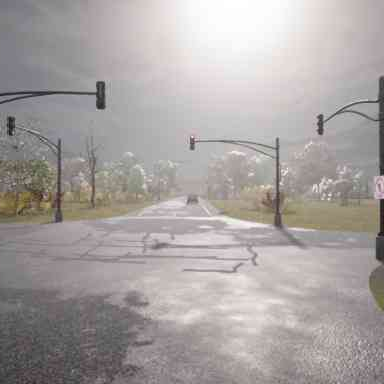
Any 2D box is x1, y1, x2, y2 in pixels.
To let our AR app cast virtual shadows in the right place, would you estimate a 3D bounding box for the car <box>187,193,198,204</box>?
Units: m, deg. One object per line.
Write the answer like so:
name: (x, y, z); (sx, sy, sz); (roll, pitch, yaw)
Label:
car: (0.107, 1.293, 67.703); (2.150, 2.045, 5.566); (0, 0, 0)
